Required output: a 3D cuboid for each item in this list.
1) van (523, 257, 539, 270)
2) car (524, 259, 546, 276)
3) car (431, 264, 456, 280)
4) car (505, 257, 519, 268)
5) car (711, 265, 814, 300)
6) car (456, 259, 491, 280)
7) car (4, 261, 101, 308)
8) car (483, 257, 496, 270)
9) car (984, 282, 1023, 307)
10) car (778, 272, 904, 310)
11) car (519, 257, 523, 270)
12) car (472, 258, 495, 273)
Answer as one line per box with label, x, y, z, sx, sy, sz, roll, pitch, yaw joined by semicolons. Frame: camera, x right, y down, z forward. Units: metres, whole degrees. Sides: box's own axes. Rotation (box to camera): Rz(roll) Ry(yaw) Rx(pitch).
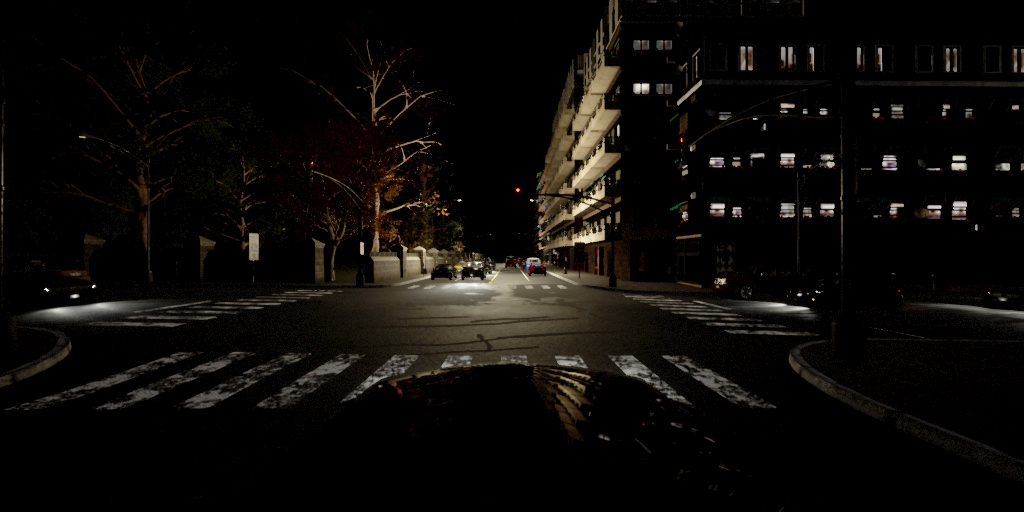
van;2.500;1.115;42.523;1.690;1.789;3.998;0;0;0
car;2.527;1.314;36.893;1.888;1.381;4.507;0;0;0
car;-5.827;1.330;31.223;1.948;1.339;4.313;0;0;0
car;-0.183;1.328;61.738;1.812;1.442;4.674;0;0;0
car;13.371;1.353;18.973;5.009;1.841;2.192;0;0;-1
car;-3.230;1.255;31.052;2.128;1.511;4.902;0;0;0
car;-18.218;0.996;12.733;5.357;1.411;2.033;1;0;-1
car;-3.323;1.278;51.763;2.128;1.511;4.902;0;0;0
car;24.950;1.764;16.555;4.674;1.442;1.812;1;0;-1
car;15.113;1.624;16.410;4.181;1.385;1.994;1;0;-1
car;2.447;1.229;53.783;1.967;1.591;4.097;0;0;0
car;-3.280;1.278;41.351;1.837;1.490;4.892;0;0;0
